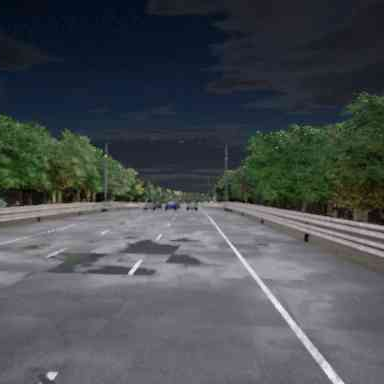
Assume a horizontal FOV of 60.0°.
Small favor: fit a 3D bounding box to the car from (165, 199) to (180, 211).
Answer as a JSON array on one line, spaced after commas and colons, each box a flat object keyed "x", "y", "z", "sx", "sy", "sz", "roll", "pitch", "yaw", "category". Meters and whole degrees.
[{"x": -3.510, "y": 2.374, "z": 56.351, "sx": 1.882, "sy": 1.535, "sz": 5.008, "roll": 0, "pitch": -2, "yaw": 0, "category": "car"}]

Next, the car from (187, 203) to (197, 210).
[{"x": -0.013, "y": 2.823, "z": 66.768, "sx": 1.994, "sy": 1.385, "sz": 4.181, "roll": 0, "pitch": -2, "yaw": 0, "category": "car"}]

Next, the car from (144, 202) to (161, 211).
[{"x": -7.011, "y": 2.443, "z": 56.348, "sx": 2.033, "sy": 1.411, "sz": 5.357, "roll": 0, "pitch": -2, "yaw": 0, "category": "car"}]

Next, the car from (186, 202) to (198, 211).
[{"x": -0.011, "y": 2.474, "z": 56.725, "sx": 1.994, "sy": 1.385, "sz": 4.181, "roll": 0, "pitch": -2, "yaw": 0, "category": "car"}]
